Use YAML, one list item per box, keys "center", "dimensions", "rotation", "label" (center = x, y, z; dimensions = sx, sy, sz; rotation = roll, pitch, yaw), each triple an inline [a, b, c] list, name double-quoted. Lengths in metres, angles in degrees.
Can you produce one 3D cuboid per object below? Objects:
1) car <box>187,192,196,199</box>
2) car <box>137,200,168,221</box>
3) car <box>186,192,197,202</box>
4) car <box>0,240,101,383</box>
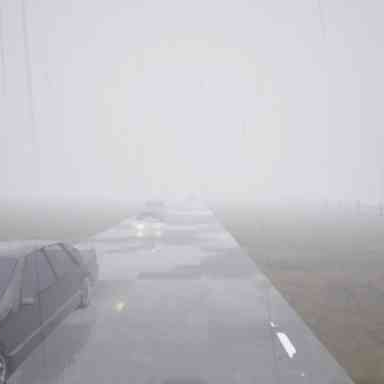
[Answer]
- center: [-0.076, 0.713, 70.551]
  dimensions: [1.994, 1.385, 4.181]
  rotation: [0, 1, 0]
  label: "car"
- center: [-2.781, 1.276, 24.458]
  dimensions: [2.033, 1.411, 5.357]
  rotation: [0, 1, 0]
  label: "car"
- center: [-0.042, 0.843, 56.711]
  dimensions: [1.837, 1.490, 4.892]
  rotation: [0, 0, 0]
  label: "car"
- center: [-2.852, 1.495, 4.898]
  dimensions: [2.033, 1.411, 5.357]
  rotation: [0, 1, 0]
  label: "car"
